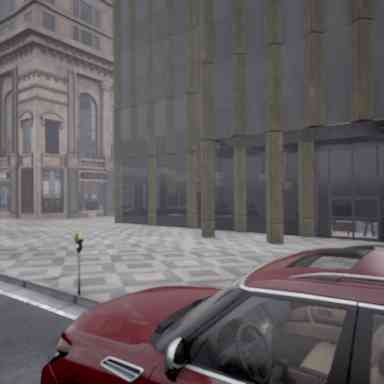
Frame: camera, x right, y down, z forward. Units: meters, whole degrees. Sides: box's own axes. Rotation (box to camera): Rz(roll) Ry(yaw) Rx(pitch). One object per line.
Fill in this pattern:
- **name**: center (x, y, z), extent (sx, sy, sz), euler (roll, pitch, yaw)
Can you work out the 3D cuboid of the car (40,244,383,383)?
- **car**: center (1.110, 1.317, 2.180), extent (5.009, 1.841, 2.192), euler (0, 0, 36)
